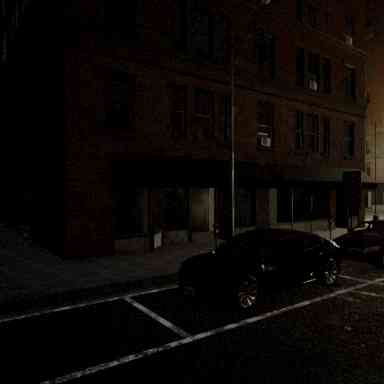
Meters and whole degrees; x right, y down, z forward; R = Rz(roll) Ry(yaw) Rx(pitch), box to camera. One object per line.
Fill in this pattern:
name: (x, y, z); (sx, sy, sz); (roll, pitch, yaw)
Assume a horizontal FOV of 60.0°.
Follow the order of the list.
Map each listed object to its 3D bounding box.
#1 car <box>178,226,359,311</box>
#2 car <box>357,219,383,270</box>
car: (1.731, 1.566, 7.754); (4.313, 1.339, 1.947); (0, 0, -35)
car: (6.217, 1.582, 10.938); (4.206, 1.307, 1.802); (0, 0, -35)
